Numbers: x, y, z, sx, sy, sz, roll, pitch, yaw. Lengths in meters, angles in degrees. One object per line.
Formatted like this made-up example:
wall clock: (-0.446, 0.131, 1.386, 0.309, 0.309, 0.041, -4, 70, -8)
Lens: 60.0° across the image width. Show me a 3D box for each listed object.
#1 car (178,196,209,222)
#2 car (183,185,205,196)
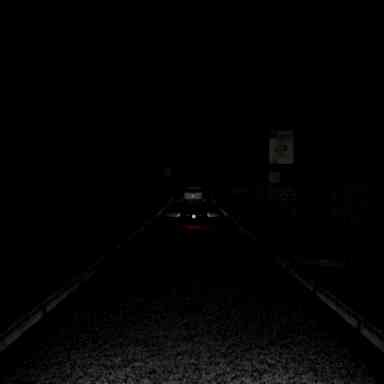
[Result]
car: (0.113, 1.273, 23.766, 1.837, 1.490, 4.892, 0, 1, 0)
car: (0.121, 0.380, 40.406, 2.150, 2.045, 5.566, 0, 3, 0)
